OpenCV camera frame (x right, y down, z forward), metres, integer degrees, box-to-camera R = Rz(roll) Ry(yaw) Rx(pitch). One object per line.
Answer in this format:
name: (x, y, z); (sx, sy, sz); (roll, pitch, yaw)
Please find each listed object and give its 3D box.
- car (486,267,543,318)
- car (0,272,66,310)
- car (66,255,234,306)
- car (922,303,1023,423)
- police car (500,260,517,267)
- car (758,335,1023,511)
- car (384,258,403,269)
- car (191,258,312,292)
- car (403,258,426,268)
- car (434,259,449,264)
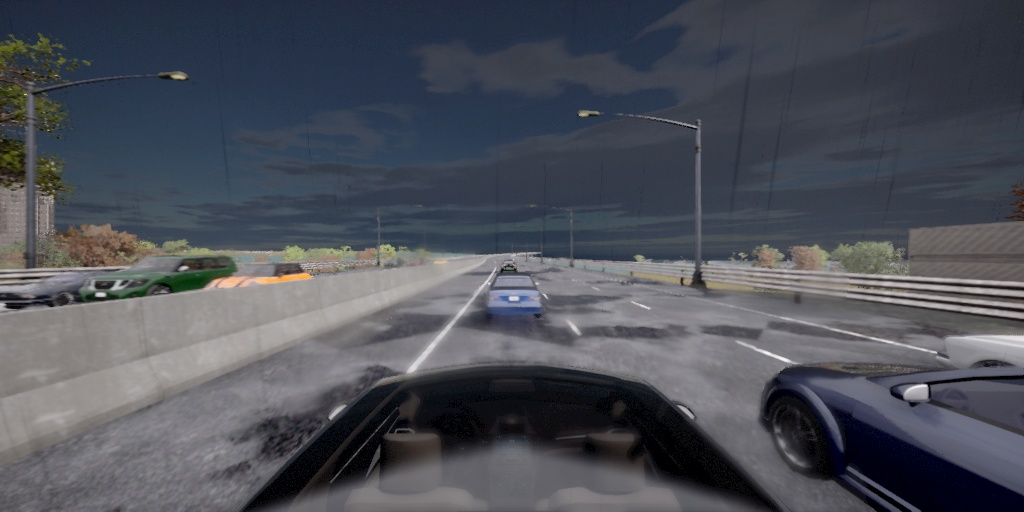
car: (0.055, 1.294, 13.018); (2.033, 1.411, 5.357); (0, 0, 0)
car: (-17.662, 1.298, 15.044); (2.033, 1.411, 5.357); (0, 0, 0)
car: (-14.163, 0.970, 15.086); (2.150, 2.045, 5.566); (0, 0, 0)
car: (7.094, 1.349, 3.016); (1.895, 1.301, 4.718); (0, 0, 0)
police car: (-0.419, 1.233, 43.623); (2.038, 1.542, 4.974); (0, 0, -1)
car: (3.592, 1.313, 2.062); (1.994, 1.385, 4.181); (0, 0, 0)
car: (-18.417, 1.071, 56.218); (2.097, 1.767, 4.553); (0, 0, -1)
car: (-10.669, 1.100, 15.463); (2.097, 1.767, 4.553); (0, 0, -1)
car: (-14.912, 1.071, 56.037); (2.097, 1.767, 4.553); (0, 0, -1)
car: (-11.488, 1.193, 58.579); (1.882, 1.535, 5.008); (0, 0, -1)
